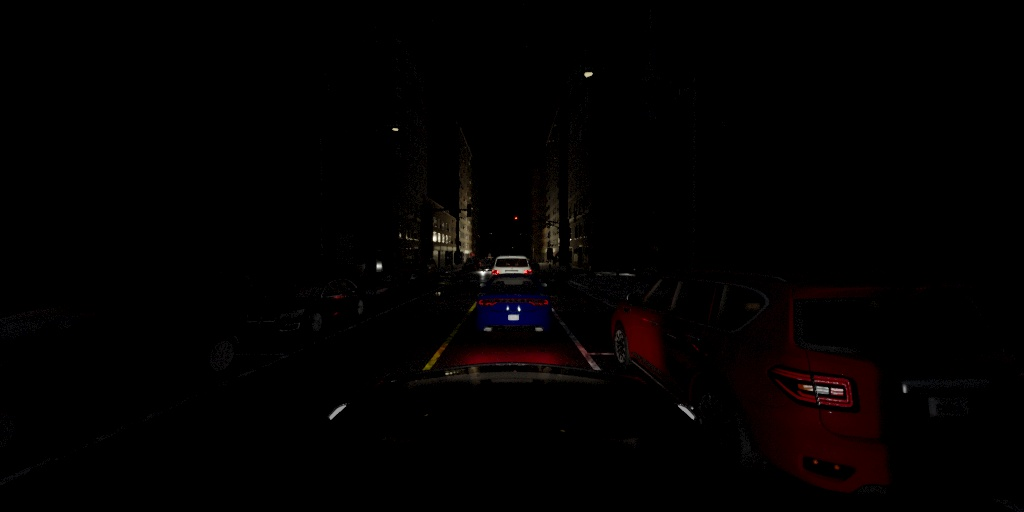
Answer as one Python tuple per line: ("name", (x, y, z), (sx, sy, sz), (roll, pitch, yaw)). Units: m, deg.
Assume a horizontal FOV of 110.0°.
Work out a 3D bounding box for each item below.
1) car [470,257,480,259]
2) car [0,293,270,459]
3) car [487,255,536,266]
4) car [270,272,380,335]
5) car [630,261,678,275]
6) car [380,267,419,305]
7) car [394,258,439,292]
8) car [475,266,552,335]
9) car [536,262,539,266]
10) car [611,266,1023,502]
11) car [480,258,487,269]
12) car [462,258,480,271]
("car", (-5.728, 1.090, 54.004), (2.192, 1.841, 5.009), (0, 0, 0))
("car", (-5.670, 1.294, 4.692), (1.888, 1.381, 4.507), (0, 0, 0))
("car", (-0.016, 0.971, 20.159), (2.150, 2.045, 5.566), (0, 0, 0))
("car", (-5.676, 1.299, 10.274), (2.007, 1.370, 4.403), (0, 0, 0))
("car", (14.642, 1.199, 37.053), (4.181, 1.385, 1.994), (0, 1, 0))
("car", (-5.683, 1.331, 15.857), (1.802, 1.307, 4.207), (0, 0, 0))
("car", (-5.689, 1.064, 21.439), (2.192, 1.841, 5.009), (0, 0, 0))
("car", (0.044, 1.226, 10.499), (1.882, 1.535, 5.008), (0, 0, 0))
("car", (2.804, 1.350, 48.476), (1.802, 1.307, 4.207), (0, 0, 0))
("car", (2.855, 1.064, 4.724), (2.192, 1.841, 5.009), (0, 0, 0))
("car", (-3.154, 1.295, 48.980), (1.812, 1.442, 4.674), (0, 0, -3))
("car", (-5.721, 1.350, 48.439), (1.802, 1.307, 4.207), (0, 0, 0))
